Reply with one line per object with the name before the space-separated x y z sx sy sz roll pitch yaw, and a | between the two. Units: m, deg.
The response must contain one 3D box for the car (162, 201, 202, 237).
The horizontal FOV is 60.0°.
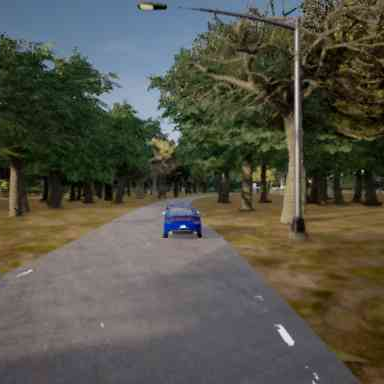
car | -0.582 1.476 18.037 1.882 1.535 5.008 0 0 -4
